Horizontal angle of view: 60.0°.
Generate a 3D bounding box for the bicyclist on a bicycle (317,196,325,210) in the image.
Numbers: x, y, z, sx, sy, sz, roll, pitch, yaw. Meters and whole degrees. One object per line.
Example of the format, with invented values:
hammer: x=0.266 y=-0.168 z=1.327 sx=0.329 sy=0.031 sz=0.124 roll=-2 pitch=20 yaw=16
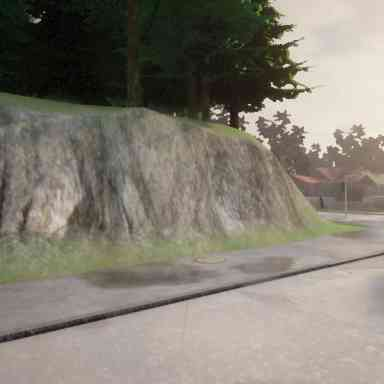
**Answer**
bicyclist on a bicycle: x=15.522 y=1.347 z=39.962 sx=1.656 sy=1.620 sz=0.582 roll=0 pitch=0 yaw=-36
